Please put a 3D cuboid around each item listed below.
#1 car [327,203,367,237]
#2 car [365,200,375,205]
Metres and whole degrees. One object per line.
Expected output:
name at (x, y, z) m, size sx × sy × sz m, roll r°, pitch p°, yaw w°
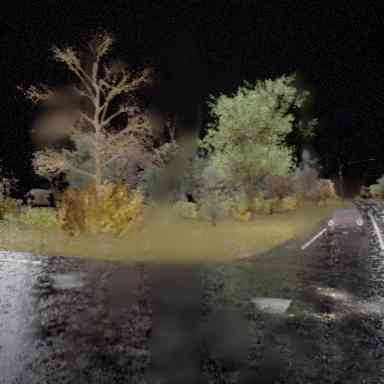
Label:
car at (10.018, 1.851, 21.589) m, size 2.097 × 1.767 × 4.553 m, roll -4°, pitch -3°, yaw 27°
car at (44.828, 2.739, 83.709) m, size 1.994 × 1.385 × 4.181 m, roll -4°, pitch -3°, yaw 25°
